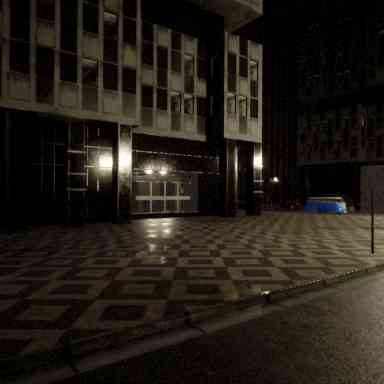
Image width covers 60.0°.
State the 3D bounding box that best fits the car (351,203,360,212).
[{"bbox_3d":[20.664,1.725,39.125,1.947,1.339,4.313,0,0,-36],"label":"car"}]

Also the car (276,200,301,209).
[{"bbox_3d":[14.093,1.819,48.315,1.802,1.307,4.206,0,0,-36],"label":"car"}]

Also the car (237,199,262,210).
[{"bbox_3d":[7.163,1.706,43.350,1.887,1.381,4.507,0,0,-36],"label":"car"}]

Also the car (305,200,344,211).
[{"bbox_3d":[17.378,1.749,43.720,2.008,1.369,4.403,0,0,-36],"label":"car"}]

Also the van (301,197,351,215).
[{"bbox_3d":[13.734,1.425,34.161,1.690,1.788,3.998,0,0,-36],"label":"van"}]

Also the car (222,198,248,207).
[{"bbox_3d":[7.422,1.840,57.643,1.752,1.417,4.829,0,0,-36],"label":"car"}]
